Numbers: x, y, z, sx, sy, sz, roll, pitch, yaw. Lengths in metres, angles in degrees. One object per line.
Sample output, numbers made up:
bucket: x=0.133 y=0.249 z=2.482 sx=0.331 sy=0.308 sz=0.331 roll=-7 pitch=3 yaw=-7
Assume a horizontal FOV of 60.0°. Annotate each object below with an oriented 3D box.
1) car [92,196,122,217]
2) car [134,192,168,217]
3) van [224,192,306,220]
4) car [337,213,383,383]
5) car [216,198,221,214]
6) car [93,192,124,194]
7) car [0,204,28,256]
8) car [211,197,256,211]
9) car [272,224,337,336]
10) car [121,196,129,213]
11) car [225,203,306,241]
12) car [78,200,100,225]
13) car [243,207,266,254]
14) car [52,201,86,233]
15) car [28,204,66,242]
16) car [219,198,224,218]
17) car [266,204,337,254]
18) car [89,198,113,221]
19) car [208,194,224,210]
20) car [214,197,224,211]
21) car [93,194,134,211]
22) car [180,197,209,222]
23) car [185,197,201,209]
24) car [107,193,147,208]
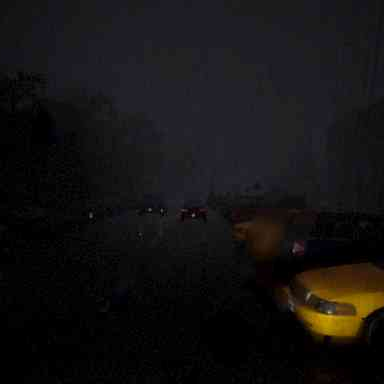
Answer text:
car: x=-8.146 y=1.320 z=24.927 sx=5.008 sy=1.535 sz=2.097 roll=0 pitch=0 yaw=0
car: x=-3.346 y=1.033 z=29.198 sx=2.150 sy=2.045 sz=5.566 roll=0 pitch=0 yaw=0
van: x=4.300 y=1.130 z=19.352 sx=4.442 sy=1.987 sz=1.878 roll=0 pitch=0 yaw=0
car: x=4.387 y=1.213 z=2.398 sx=5.566 sy=2.045 sz=2.435 roll=0 pitch=0 yaw=0
car: x=4.414 y=1.360 z=25.005 sx=4.674 sy=1.452 sz=2.002 roll=0 pitch=0 yaw=0
car: x=-8.127 y=0.992 z=36.096 sx=5.566 sy=2.045 sz=2.435 roll=0 pitch=0 yaw=0
car: x=-8.183 y=1.285 z=10.684 sx=4.553 sy=1.767 sz=2.185 roll=0 pitch=0 yaw=0
car: x=4.420 y=1.281 z=36.309 sx=4.674 sy=1.452 sz=2.002 roll=0 pitch=0 yaw=0
car: x=4.230 y=1.443 z=5.225 sx=5.366 sy=1.575 sz=1.946 roll=0 pitch=0 yaw=0
car: x=-8.147 y=1.303 z=27.751 sx=4.892 sy=1.521 sz=2.231 roll=0 pitch=0 yaw=0
car: x=4.231 y=1.389 z=13.702 sx=5.366 sy=1.575 sz=1.946 roll=0 pitch=0 yaw=0
car: x=-8.181 y=1.386 z=19.279 sx=4.792 sy=1.488 sz=2.163 roll=0 pitch=0 yaw=0
car: x=4.602 y=1.407 z=10.876 sx=5.366 sy=1.575 sz=1.946 roll=0 pitch=0 yaw=0
car: x=-8.156 y=1.375 z=16.331 sx=5.008 sy=1.535 sz=2.097 roll=0 pitch=0 yaw=0
car: x=-8.147 y=1.393 z=13.508 sx=5.008 sy=1.535 sz=2.097 roll=0 pitch=0 yaw=0
car: x=4.446 y=1.367 z=22.179 sx=4.792 sy=1.488 sz=2.163 roll=0 pitch=0 yaw=0
car: x=4.385 y=1.302 z=8.050 sx=4.553 sy=1.767 sz=2.185 roll=0 pitch=0 yaw=0
car: x=-8.147 y=1.338 z=22.103 sx=5.008 sy=1.535 sz=2.097 roll=0 pitch=0 yaw=0
car: x=4.423 y=1.263 z=33.481 sx=5.008 sy=1.535 sz=2.097 roll=0 pitch=0 yaw=0
car: x=4.420 y=1.341 z=27.831 sx=4.674 sy=1.452 sz=2.002 roll=0 pitch=0 yaw=0
car: x=-8.162 y=1.264 z=33.398 sx=4.892 sy=1.521 sz=2.231 roll=0 pitch=0 yaw=0
car: x=0.102 y=1.367 z=24.696 sx=1.812 sy=1.442 sz=4.674 roll=0 pitch=1 yaw=0
car: x=0.104 y=1.319 z=41.757 sx=1.895 sy=1.301 sz=4.718 roll=0 pitch=1 yaw=0
car: x=-8.092 y=1.064 z=41.876 sx=4.553 sy=1.767 sz=2.185 roll=0 pitch=0 yaw=0
